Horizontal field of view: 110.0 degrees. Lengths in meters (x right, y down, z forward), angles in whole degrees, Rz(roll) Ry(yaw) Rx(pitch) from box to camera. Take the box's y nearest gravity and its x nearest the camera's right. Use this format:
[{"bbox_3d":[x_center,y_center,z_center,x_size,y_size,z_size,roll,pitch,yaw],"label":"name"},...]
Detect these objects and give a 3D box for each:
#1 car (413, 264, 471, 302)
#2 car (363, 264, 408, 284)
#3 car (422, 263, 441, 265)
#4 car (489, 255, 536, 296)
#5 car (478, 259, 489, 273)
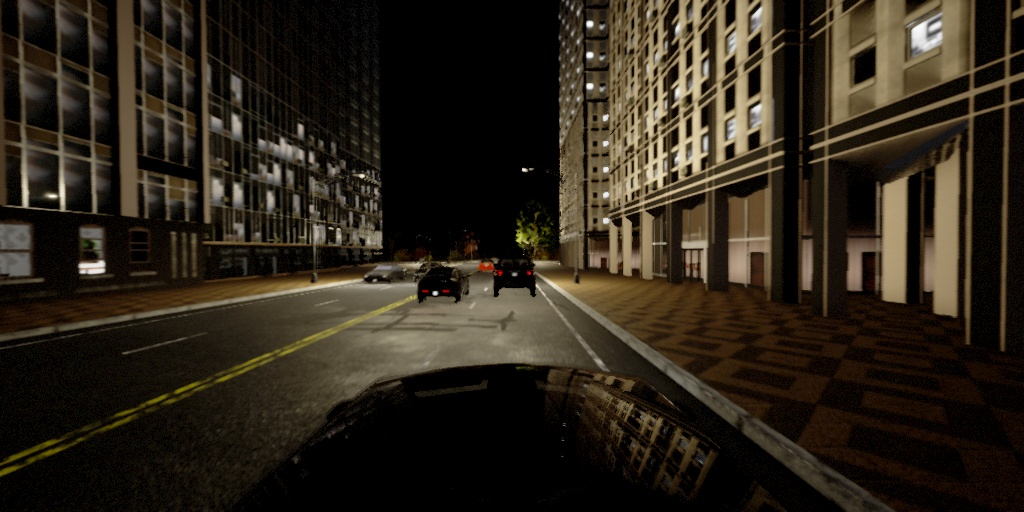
[{"bbox_3d":[-3.124,1.277,17.034,1.837,1.490,4.892,0,0,0],"label":"car"},{"bbox_3d":[-9.794,1.356,28.273,2.033,1.411,5.357,0,0,0],"label":"car"},{"bbox_3d":[-6.536,1.298,28.845,1.837,1.490,4.892,0,0,0],"label":"car"},{"bbox_3d":[0.131,0.979,19.728,2.150,2.045,5.566,0,0,0],"label":"car"},{"bbox_3d":[-3.066,1.129,45.166,2.097,1.767,4.553,0,0,0],"label":"car"}]
